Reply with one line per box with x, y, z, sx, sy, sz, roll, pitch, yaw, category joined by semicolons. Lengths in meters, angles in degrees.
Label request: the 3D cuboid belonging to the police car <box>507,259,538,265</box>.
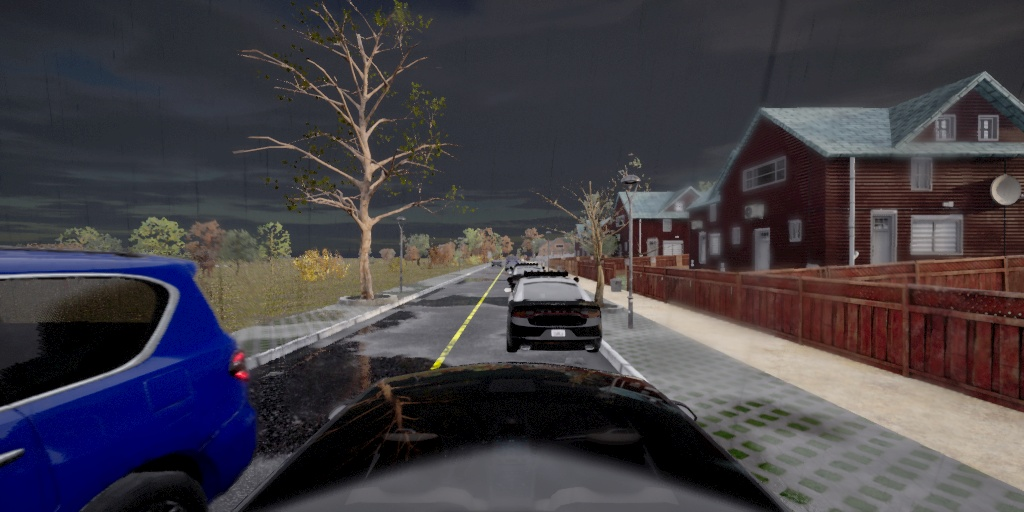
0.839;1.178;19.000;1.930;1.638;5.238;0;0;0;police car

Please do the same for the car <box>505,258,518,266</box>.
0.079;1.332;47.273;1.994;1.385;4.181;0;0;0;car

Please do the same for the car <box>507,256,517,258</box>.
0.054;1.005;62.037;2.150;2.045;5.566;0;0;0;car

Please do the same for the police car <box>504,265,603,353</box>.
0.831;1.176;9.000;1.930;1.638;5.238;0;0;0;police car

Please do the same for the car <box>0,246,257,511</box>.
-2.851;0.971;0.172;2.150;2.045;5.566;0;0;0;car

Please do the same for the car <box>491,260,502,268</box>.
-2.695;1.332;63.236;2.033;1.411;5.357;0;0;0;car
